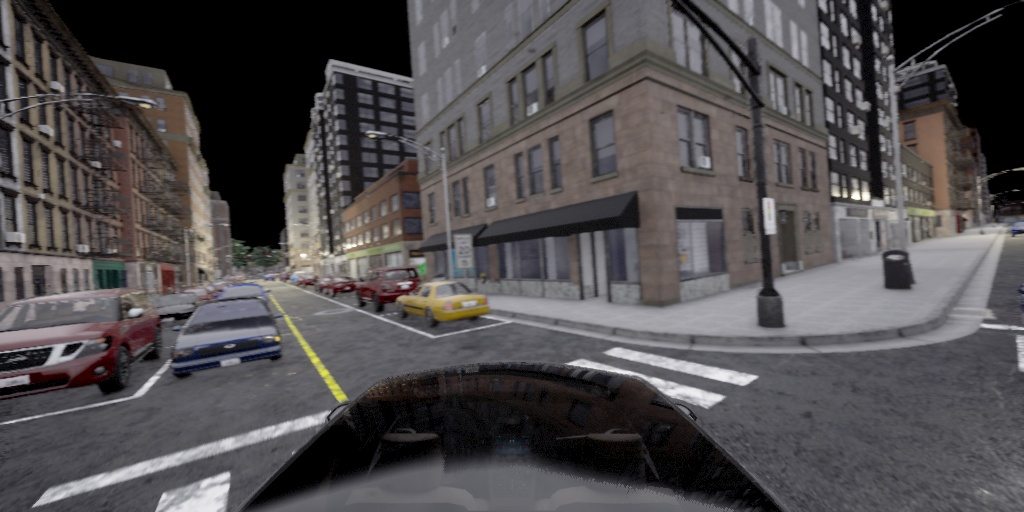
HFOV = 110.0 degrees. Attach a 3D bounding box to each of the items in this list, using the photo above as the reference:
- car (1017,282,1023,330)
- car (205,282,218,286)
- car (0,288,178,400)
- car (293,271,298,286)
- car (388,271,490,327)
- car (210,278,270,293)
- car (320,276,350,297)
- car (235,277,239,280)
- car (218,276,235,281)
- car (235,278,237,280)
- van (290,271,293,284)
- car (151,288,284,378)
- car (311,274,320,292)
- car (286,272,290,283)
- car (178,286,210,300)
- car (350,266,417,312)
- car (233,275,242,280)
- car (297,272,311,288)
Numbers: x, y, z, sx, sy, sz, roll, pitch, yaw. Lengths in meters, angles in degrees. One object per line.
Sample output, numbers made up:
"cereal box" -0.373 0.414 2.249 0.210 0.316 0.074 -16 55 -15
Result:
"car" 7.941 0.769 4.463 4.718 1.301 1.895 -4 0 -36
"car" -18.850 2.570 21.311 1.888 1.381 4.507 0 0 -36
"car" -8.941 1.675 7.470 2.192 1.841 5.009 0 0 -36
"car" -25.549 2.896 44.443 1.967 1.591 4.097 0 0 -36
"car" -2.530 1.434 12.279 1.751 1.417 4.829 0 0 -36
"car" -12.798 2.090 17.140 1.882 1.535 5.008 -4 0 -35
"car" -12.338 2.118 25.985 1.888 1.381 4.507 0 0 -36
"car" -35.365 3.694 44.379 1.948 1.339 4.313 0 0 -36
"car" -28.759 3.127 35.152 1.967 1.591 4.097 0 0 -36
"car" -32.062 3.490 39.766 1.802 1.307 4.207 0 0 -36
"van" -28.851 3.017 49.058 1.690 1.789 3.998 0 0 -36
"car" -7.042 1.774 9.102 2.033 1.411 5.357 -4 0 -36
"car" -15.641 2.376 30.599 1.802 1.307 4.207 0 0 -36
"car" -32.154 3.447 53.673 2.007 1.370 4.403 0 0 -36
"car" -15.547 2.369 16.698 1.948 1.339 4.313 0 0 -36
"car" -5.733 1.445 16.756 2.192 1.841 5.009 0 0 -36
"car" -38.668 3.663 48.993 2.192 1.841 5.009 0 0 -36
"car" -22.246 2.780 39.829 1.888 1.381 4.507 0 0 -36
